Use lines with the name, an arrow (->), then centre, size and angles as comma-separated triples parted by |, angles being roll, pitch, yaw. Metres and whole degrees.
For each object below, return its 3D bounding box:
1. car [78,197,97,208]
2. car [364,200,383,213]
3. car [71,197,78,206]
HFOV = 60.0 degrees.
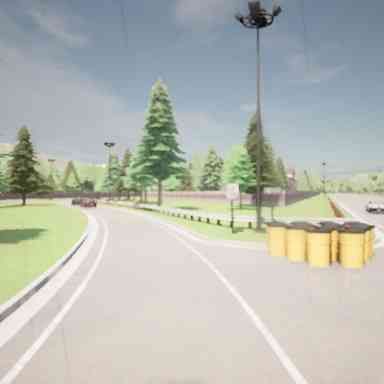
car -> -15.975, 1.703, 51.548 | 1.812, 1.442, 4.674 | 0, 0, -28
car -> 20.070, 1.569, 36.297 | 1.895, 1.301, 4.718 | 0, 0, 22
car -> -20.635, 1.709, 60.331 | 2.128, 1.511, 4.902 | 0, 0, -28
